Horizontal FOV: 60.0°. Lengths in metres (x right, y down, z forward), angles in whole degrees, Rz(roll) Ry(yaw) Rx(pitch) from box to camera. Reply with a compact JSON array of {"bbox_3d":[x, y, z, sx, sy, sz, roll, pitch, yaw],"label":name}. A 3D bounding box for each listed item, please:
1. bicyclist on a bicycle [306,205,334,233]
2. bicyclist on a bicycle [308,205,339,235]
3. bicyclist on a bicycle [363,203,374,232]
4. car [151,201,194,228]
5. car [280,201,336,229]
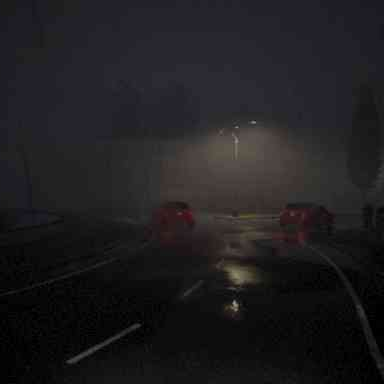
[{"bbox_3d":[7.736,1.590,20.091,1.656,1.620,0.582,1,0,-23],"label":"bicyclist on a bicycle"},{"bbox_3d":[7.389,1.583,18.681,1.656,1.620,0.582,0,0,22],"label":"bicyclist on a bicycle"},{"bbox_3d":[10.041,1.461,18.990,0.582,1.620,1.656,1,0,33],"label":"bicyclist on a bicycle"},{"bbox_3d":[-1.430,1.397,22.796,2.097,1.767,4.553,0,0,-18],"label":"car"},{"bbox_3d":[8.056,1.501,22.911,4.553,1.767,2.097,1,0,-43],"label":"car"}]
